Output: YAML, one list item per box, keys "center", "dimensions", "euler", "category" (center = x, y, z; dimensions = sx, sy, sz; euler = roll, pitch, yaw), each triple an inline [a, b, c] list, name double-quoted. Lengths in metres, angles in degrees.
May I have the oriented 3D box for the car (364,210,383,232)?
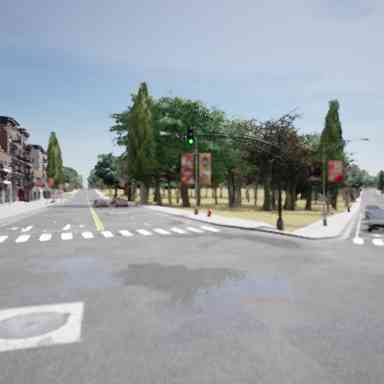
- center: [15.403, 2.475, 27.308]
  dimensions: [2.033, 1.411, 5.357]
  euler: [0, -2, 27]
  category: "car"

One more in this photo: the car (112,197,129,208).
- center: [-11.924, 1.925, 56.378]
  dimensions: [1.994, 1.385, 4.181]
  euler: [0, 0, -18]
  category: "car"

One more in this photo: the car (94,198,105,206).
- center: [-18.077, 1.954, 64.952]
  dimensions: [1.882, 1.535, 5.008]
  euler: [0, -1, -18]
  category: "car"

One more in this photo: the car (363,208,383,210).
- center: [19.987, 2.773, 36.242]
  dimensions: [2.033, 1.411, 5.357]
  euler: [0, -2, 27]
  category: "car"

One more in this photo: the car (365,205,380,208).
- center: [24.838, 2.792, 45.698]
  dimensions: [2.150, 2.045, 5.566]
  euler: [0, -2, 27]
  category: "car"

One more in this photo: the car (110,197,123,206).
- center: [-14.973, 1.820, 65.914]
  dimensions: [2.097, 1.767, 4.553]
  euler: [0, -1, -18]
  category: "car"

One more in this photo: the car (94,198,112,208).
- center: [-14.902, 1.921, 55.023]
  dimensions: [2.033, 1.411, 5.357]
  euler: [0, 0, -18]
  category: "car"
